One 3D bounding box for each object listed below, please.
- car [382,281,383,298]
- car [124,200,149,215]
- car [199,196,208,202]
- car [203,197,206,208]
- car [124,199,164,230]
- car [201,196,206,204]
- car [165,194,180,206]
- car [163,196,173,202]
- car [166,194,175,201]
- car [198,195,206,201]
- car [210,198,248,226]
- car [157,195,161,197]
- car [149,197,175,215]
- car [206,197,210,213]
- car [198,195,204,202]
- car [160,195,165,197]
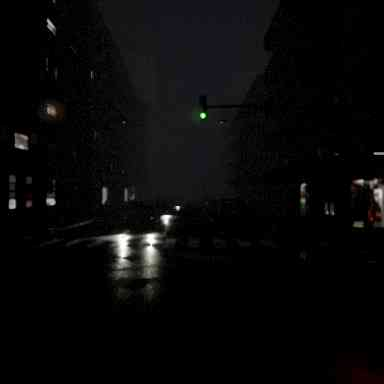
[{"bbox_3d":[5.393,1.552,4.698,4.892,1.490,1.837,2,0,0],"label":"car"},{"bbox_3d":[-5.694,1.567,34.543,1.947,1.339,4.313,0,0,0],"label":"car"},{"bbox_3d":[2.681,1.587,78.929,1.887,1.381,4.507,0,0,0],"label":"car"},{"bbox_3d":[2.686,1.548,40.093,1.887,1.381,4.507,0,0,0],"label":"car"},{"bbox_3d":[-3.099,1.473,21.440,1.882,1.535,5.008,0,0,0],"label":"car"},{"bbox_3d":[2.685,1.556,45.642,2.008,1.369,4.403,0,0,0],"label":"car"},{"bbox_3d":[-3.023,1.487,54.974,1.882,1.535,5.008,0,0,0],"label":"car"},{"bbox_3d":[-5.700,1.593,78.928,2.008,1.369,4.403,0,0,0],"label":"car"},{"bbox_3d":[-5.701,1.384,90.027,2.192,1.841,5.009,0,0,0],"label":"car"},{"bbox_3d":[2.680,1.635,90.027,1.947,1.339,4.313,0,0,0],"label":"car"},{"bbox_3d":[2.687,1.311,23.446,2.192,1.841,5.009,0,0,0],"label":"car"},{"bbox_3d":[-5.696,1.531,45.471,1.752,1.417,4.829,0,0,0],"label":"car"},{"bbox_3d":[-3.102,1.564,34.133,1.994,1.385,4.181,0,0,0],"label":"car"},{"bbox_3d":[2.686,1.526,34.714,1.752,1.417,4.829,0,0,0],"label":"car"},{"bbox_3d":[2.683,1.559,62.286,1.887,1.381,4.507,0,0,0],"label":"car"},{"bbox_3d":[-5.696,1.590,51.190,1.802,1.307,4.206,0,0,0],"label":"car"}]
